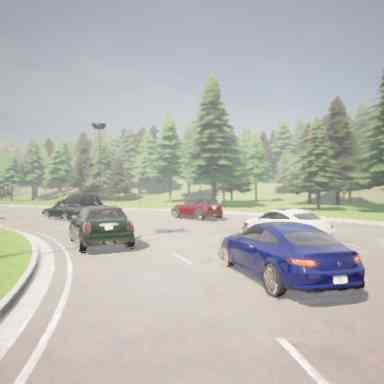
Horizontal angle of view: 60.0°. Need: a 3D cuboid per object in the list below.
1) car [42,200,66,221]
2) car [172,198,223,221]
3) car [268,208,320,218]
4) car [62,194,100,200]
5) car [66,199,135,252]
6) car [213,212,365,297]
[{"bbox_3d":[-10.545,1.634,27.839,4.718,1.301,1.895,-1,0,38],"label":"car"},{"bbox_3d":[0.340,1.243,26.603,2.097,1.767,4.553,-1,0,-38],"label":"car"},{"bbox_3d":[3.910,1.417,14.098,1.812,1.442,4.674,0,0,-21],"label":"car"},{"bbox_3d":[-11.182,1.244,32.669,5.566,2.045,2.150,-1,0,36],"label":"car"},{"bbox_3d":[-3.974,1.349,14.242,2.097,1.767,4.553,-1,0,-25],"label":"car"},{"bbox_3d":[2.193,1.463,8.416,1.812,1.442,4.674,0,0,-14],"label":"car"}]
